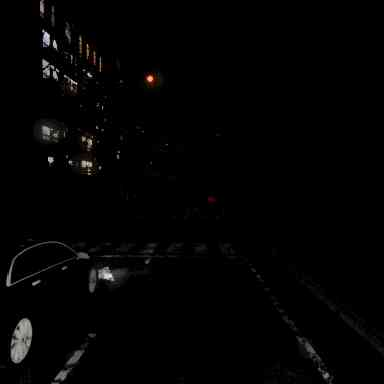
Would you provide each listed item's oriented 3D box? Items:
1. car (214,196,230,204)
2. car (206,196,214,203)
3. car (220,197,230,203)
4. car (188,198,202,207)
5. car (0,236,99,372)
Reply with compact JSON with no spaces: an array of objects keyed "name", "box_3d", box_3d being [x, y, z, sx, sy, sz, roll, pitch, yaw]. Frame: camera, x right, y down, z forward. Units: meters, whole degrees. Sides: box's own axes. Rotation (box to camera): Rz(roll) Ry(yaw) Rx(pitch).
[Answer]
[{"name":"car","box_3d":[6.198,1.742,68.851,1.837,1.490,4.892,0,0,10]},{"name":"car","box_3d":[4.703,1.661,79.434,2.097,1.767,4.553,0,0,12]},{"name":"car","box_3d":[7.868,1.857,78.678,1.994,1.385,4.181,0,0,12]},{"name":"car","box_3d":[0.527,1.675,53.139,1.812,1.442,4.674,0,0,7]},{"name":"car","box_3d":[-3.046,1.507,5.649,1.837,1.490,4.892,0,0,1]}]
